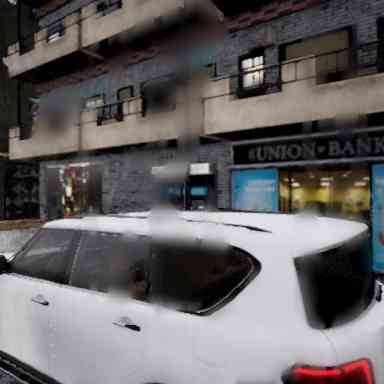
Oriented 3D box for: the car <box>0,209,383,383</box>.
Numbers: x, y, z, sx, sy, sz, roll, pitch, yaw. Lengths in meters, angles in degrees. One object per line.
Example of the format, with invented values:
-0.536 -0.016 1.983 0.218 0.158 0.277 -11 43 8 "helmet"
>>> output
-0.739 1.228 3.911 5.566 2.045 2.150 0 0 35 "car"
